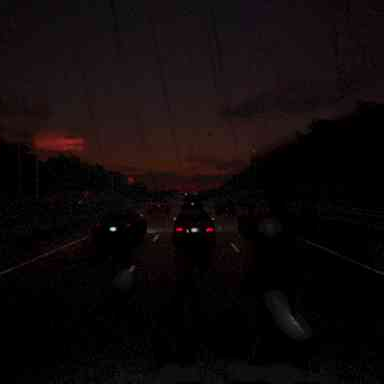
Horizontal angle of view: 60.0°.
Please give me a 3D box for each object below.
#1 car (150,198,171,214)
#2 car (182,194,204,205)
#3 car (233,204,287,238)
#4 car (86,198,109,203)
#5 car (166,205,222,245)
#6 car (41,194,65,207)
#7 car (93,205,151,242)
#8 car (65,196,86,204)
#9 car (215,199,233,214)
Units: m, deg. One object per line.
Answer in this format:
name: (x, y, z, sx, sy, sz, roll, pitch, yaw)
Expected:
car: (-3.416, 1.413, 36.253, 2.097, 1.767, 4.553, 0, 0, 0)
car: (0.084, 1.280, 35.632, 2.150, 2.045, 5.566, 0, 0, 0)
car: (3.591, 1.492, 17.747, 1.882, 1.535, 5.008, 0, 0, 0)
car: (-14.100, 1.662, 51.252, 2.128, 1.511, 4.902, 0, -1, 0)
car: (0.093, 1.558, 15.625, 2.033, 1.411, 5.357, 0, 0, 0)
car: (-21.094, 1.390, 51.141, 2.150, 2.045, 5.566, 0, -1, 0)
car: (-3.408, 1.575, 16.348, 1.994, 1.385, 4.181, 0, 0, 0)
car: (-17.596, 1.531, 51.937, 2.097, 1.767, 4.553, 0, -1, 0)
car: (3.583, 1.554, 36.510, 2.128, 1.511, 4.902, 0, 0, 0)
